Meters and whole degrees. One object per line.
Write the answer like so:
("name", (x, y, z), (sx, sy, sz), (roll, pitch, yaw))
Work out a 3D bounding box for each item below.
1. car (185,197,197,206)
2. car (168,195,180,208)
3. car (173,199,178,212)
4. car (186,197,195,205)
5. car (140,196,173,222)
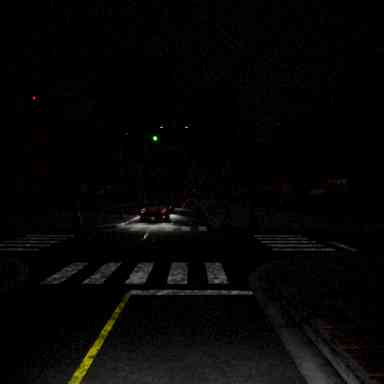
("car", (-0.206, 1.788, 58.800), (1.812, 1.442, 4.674), (0, 0, 0))
("car", (-3.016, 1.436, 52.406), (2.150, 2.045, 5.566), (0, 0, 0))
("car", (-2.979, 1.722, 37.511), (1.895, 1.301, 4.718), (0, 0, 0))
("car", (-0.241, 1.851, 68.816), (1.837, 1.490, 4.892), (0, -1, 0))
("car", (-2.942, 1.418, 27.138), (2.097, 1.767, 4.553), (0, 0, 0))
